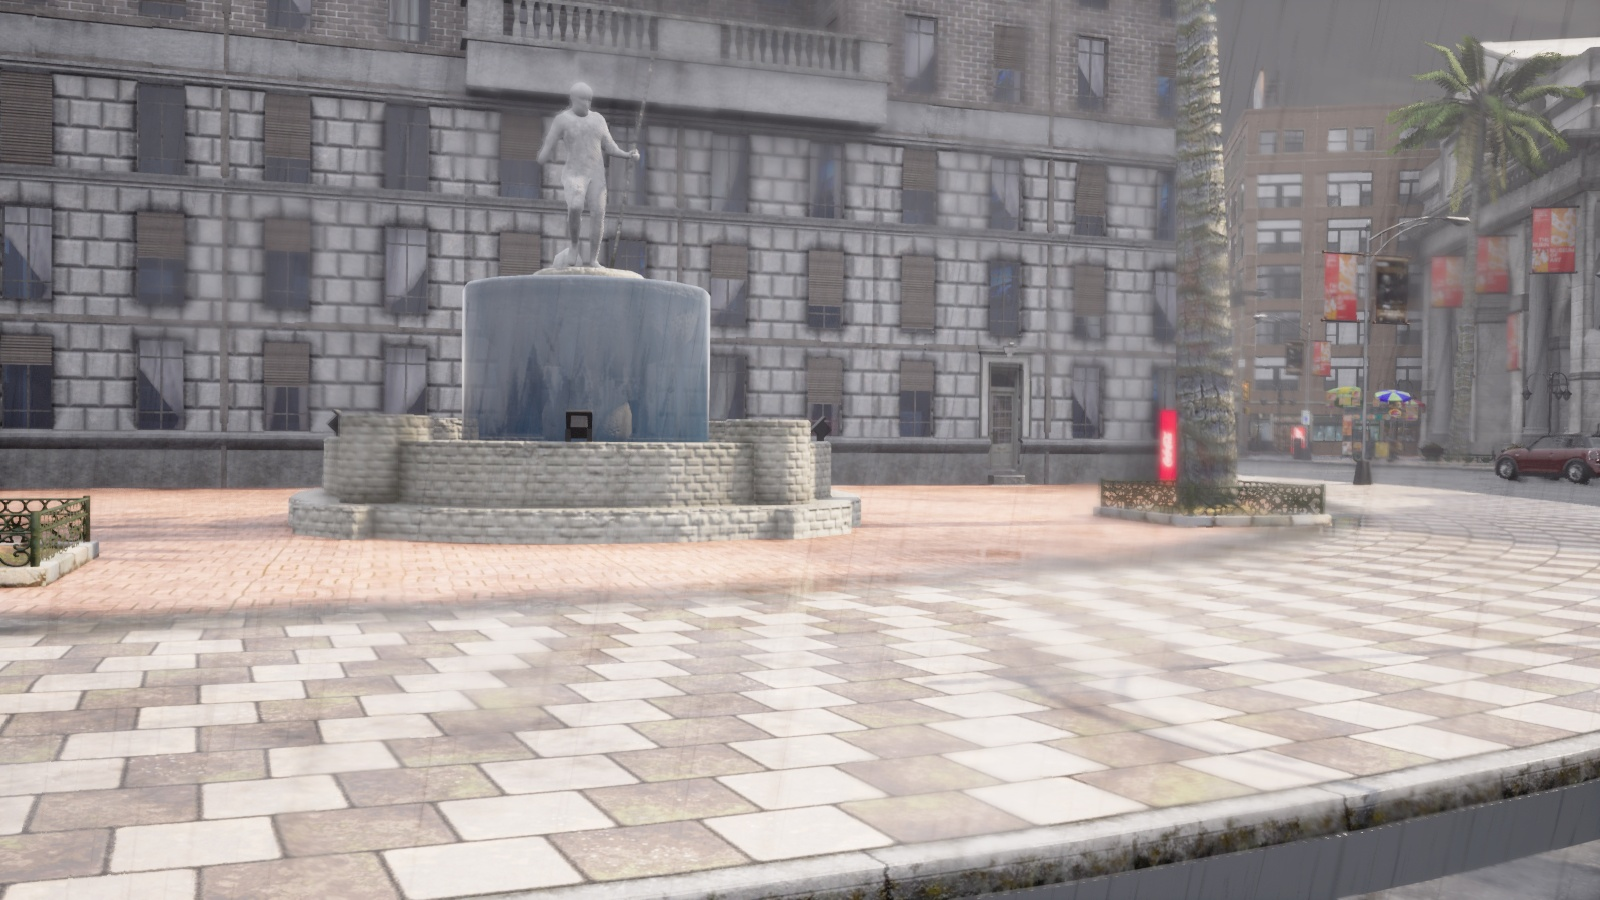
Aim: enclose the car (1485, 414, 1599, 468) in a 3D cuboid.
[{"bbox_3d":[26.435,-0.339,43.673,2.097,1.767,4.553,-1,1,-13],"label":"car"}]
